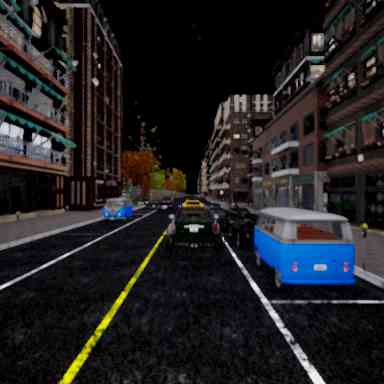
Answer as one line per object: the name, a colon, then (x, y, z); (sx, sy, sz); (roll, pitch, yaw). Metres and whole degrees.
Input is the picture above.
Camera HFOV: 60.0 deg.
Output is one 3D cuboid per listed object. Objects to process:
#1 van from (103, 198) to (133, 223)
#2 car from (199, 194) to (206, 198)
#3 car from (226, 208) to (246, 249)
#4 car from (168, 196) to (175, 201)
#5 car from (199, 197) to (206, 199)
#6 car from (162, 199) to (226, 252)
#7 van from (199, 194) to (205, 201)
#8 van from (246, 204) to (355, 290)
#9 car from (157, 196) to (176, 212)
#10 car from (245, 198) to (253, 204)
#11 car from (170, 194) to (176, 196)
van: (-5.683, 1.376, 25.821); (1.690, 1.788, 3.998); (0, 0, 0)
car: (2.700, 1.731, 86.500); (1.887, 1.381, 4.507); (0, 0, 0)
car: (2.697, 1.584, 14.497); (1.947, 1.339, 4.313); (0, 0, 0)
car: (-5.680, 1.730, 91.962); (1.752, 1.417, 4.829); (0, 0, 0)
car: (0.090, 1.522, 31.112); (1.882, 1.535, 5.008); (0, 0, 0)
car: (0.085, 1.371, 14.070); (2.097, 1.767, 4.553); (0, 0, 0)
van: (2.701, 1.546, 92.132); (1.690, 1.788, 3.998); (0, 0, 0)
van: (2.697, 1.352, 8.836); (1.690, 1.788, 3.998); (0, 0, 0)
car: (-3.083, 1.553, 40.147); (2.128, 1.511, 4.902); (0, 0, 0)
car: (13.472, 1.730, 68.547); (5.009, 1.841, 2.192); (1, -1, -1)
car: (-5.681, 1.734, 80.871); (1.947, 1.339, 4.313); (0, 0, 0)
